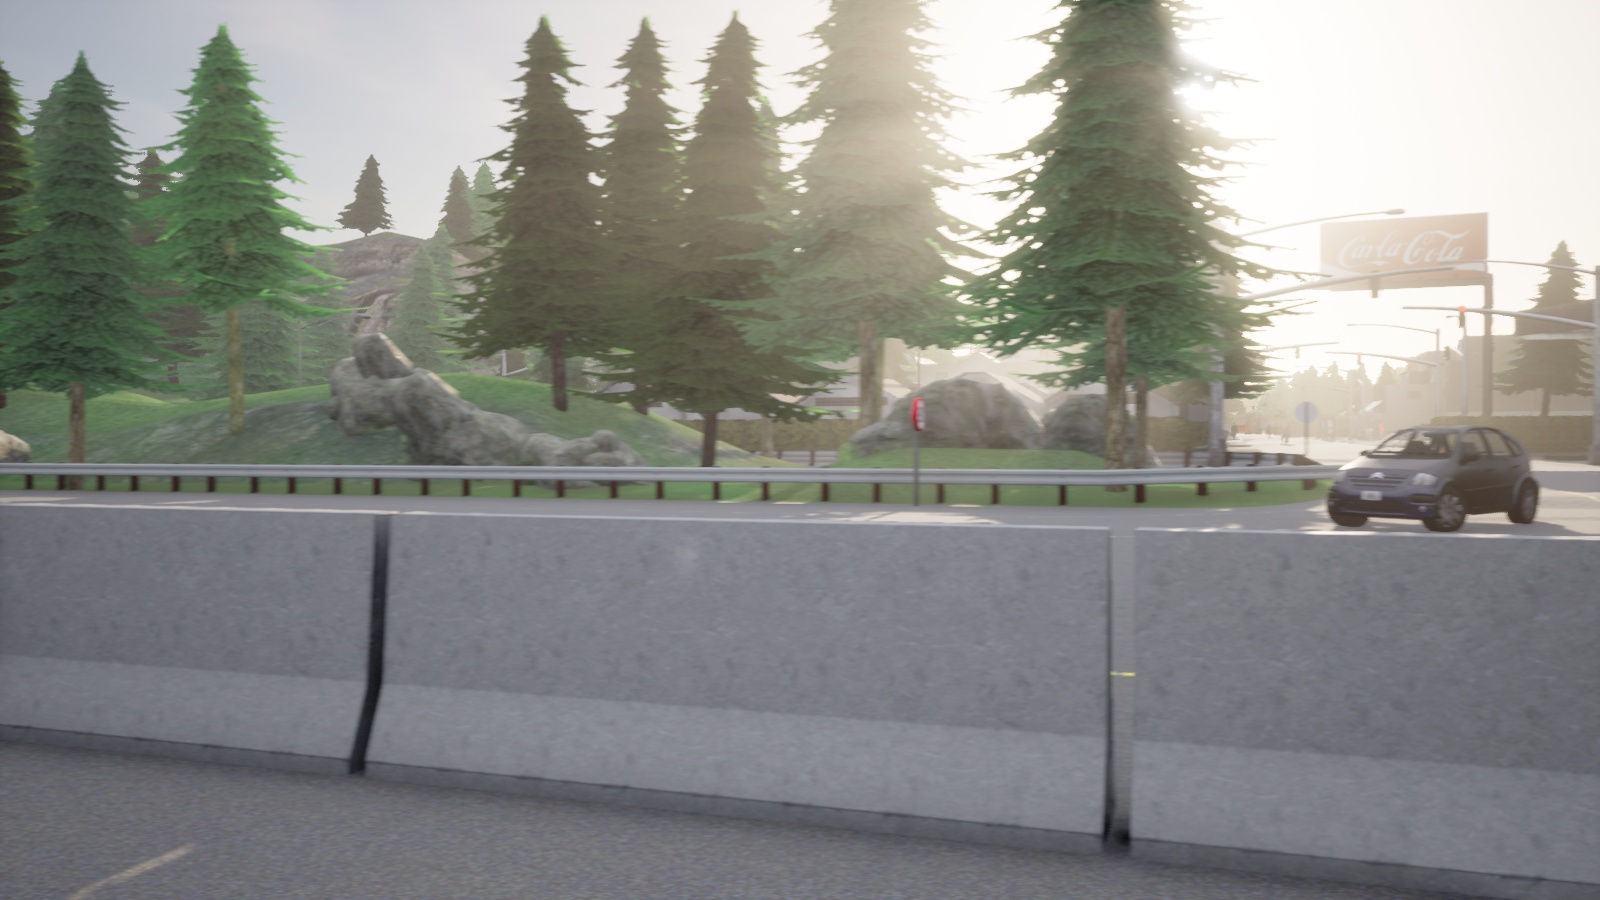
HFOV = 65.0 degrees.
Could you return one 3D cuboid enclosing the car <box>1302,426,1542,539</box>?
[{"bbox_3d":[9.995,0.438,20.088,3.988,1.617,1.851,-1,2,-37],"label":"car"}]
